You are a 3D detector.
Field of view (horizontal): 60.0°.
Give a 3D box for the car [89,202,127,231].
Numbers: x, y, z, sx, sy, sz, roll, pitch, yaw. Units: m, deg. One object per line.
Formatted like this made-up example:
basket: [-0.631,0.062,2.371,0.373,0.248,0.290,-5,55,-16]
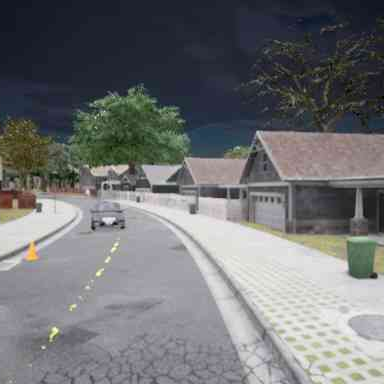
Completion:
car: [-5.036,1.356,19.857,2.128,1.511,4.902,0,0,-16]
